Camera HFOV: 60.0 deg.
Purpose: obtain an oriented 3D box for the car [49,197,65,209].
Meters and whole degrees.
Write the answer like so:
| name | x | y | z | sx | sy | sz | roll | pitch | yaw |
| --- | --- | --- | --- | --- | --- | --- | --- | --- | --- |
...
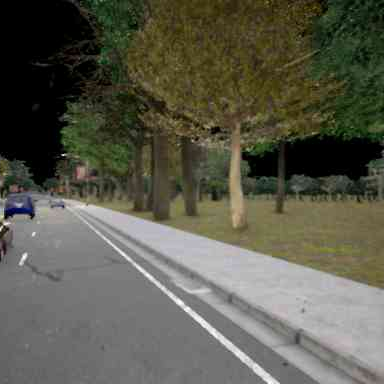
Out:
| name | x | y | z | sx | sy | sz | roll | pitch | yaw |
| --- | --- | --- | --- | --- | --- | --- | --- | --- | --- |
| car | -19.111 | 1.615 | 47.283 | 2.033 | 1.411 | 5.357 | 0 | 0 | -23 |

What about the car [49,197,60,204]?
| name | x | y | z | sx | sy | sz | roll | pitch | yaw |
| --- | --- | --- | --- | --- | --- | --- | --- | --- | --- |
| car | -28.021 | 1.712 | 67.696 | 1.994 | 1.385 | 4.181 | 0 | 0 | -23 |

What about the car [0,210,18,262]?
| name | x | y | z | sx | sy | sz | roll | pitch | yaw |
| --- | --- | --- | --- | --- | --- | --- | --- | --- | --- |
| car | -7.526 | 1.564 | 11.705 | 1.994 | 1.385 | 4.181 | 0 | 0 | -23 |

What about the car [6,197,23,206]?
| name | x | y | z | sx | sy | sz | roll | pitch | yaw |
| --- | --- | --- | --- | --- | --- | --- | --- | --- | --- |
| car | -30.962 | 1.667 | 58.107 | 2.033 | 1.411 | 5.357 | 0 | 0 | -23 |

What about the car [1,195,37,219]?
| name | x | y | z | sx | sy | sz | roll | pitch | yaw |
| --- | --- | --- | --- | --- | --- | --- | --- | --- | --- |
| car | -14.856 | 1.240 | 29.025 | 2.150 | 2.045 | 5.566 | 0 | 0 | -23 |
